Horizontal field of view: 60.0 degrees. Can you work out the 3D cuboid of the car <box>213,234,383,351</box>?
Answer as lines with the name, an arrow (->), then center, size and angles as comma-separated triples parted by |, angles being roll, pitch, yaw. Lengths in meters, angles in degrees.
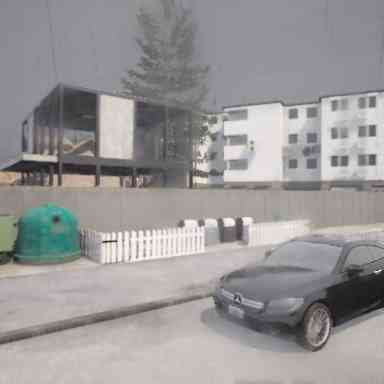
car -> 2.550, 1.582, 6.422 | 4.674, 1.442, 1.812 | 1, -1, -36
